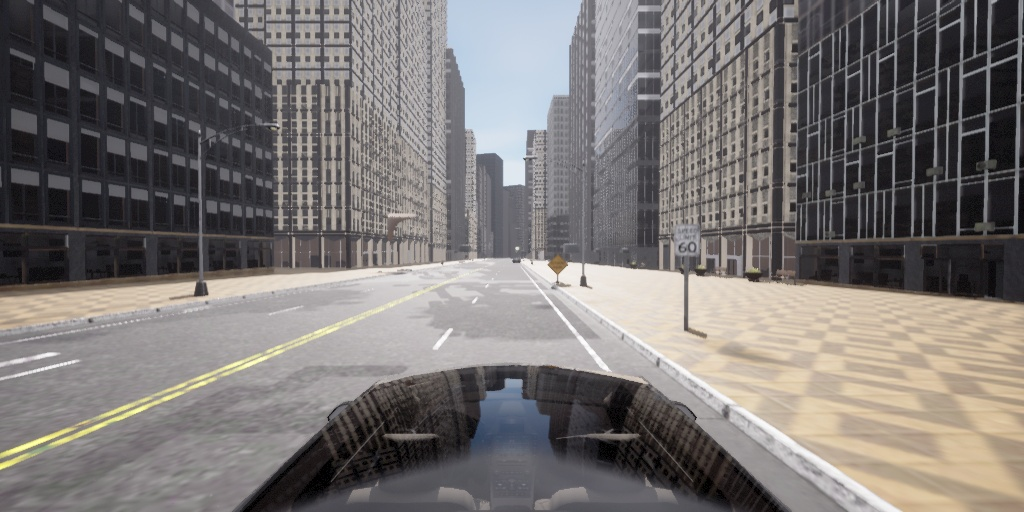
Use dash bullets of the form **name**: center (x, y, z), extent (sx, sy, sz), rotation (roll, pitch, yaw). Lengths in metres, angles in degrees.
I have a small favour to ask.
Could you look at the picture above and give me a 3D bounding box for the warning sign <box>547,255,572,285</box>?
- **warning sign**: center (2.850, 0.834, 22.470), extent (1.300, 1.860, 1.060), rotation (0, 0, 0)
